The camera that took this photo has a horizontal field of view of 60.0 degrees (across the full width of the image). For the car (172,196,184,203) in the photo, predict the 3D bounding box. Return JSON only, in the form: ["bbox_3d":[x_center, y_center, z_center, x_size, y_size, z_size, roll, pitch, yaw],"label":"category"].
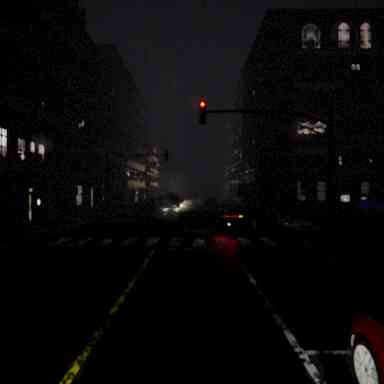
[{"bbox_3d":[-2.786,1.470,65.873,2.033,1.411,5.357,0,0,1],"label":"car"}]

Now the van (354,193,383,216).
[{"bbox_3d":[15.740,0.992,27.664,3.998,1.788,1.690,-1,1,-1],"label":"van"}]

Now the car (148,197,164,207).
[{"bbox_3d":[-5.514,1.500,51.175,1.947,1.339,4.313,0,0,0],"label":"car"}]

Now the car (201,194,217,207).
[{"bbox_3d":[2.865,1.374,51.140,1.967,1.590,4.097,-1,0,0],"label":"car"}]

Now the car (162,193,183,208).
[{"bbox_3d":[-2.921,1.158,48.263,2.150,2.045,5.566,0,0,0],"label":"car"}]

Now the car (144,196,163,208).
[{"bbox_3d":[-5.533,1.490,45.648,2.008,1.369,4.403,0,0,0],"label":"car"}]

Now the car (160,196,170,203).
[{"bbox_3d":[-5.454,1.504,67.759,1.802,1.307,4.206,-1,0,0],"label":"car"}]

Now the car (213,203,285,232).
[{"bbox_3d":[3.722,1.468,19.808,1.837,1.490,4.892,-4,-2,44],"label":"car"}]

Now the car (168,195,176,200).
[{"bbox_3d":[-5.373,1.493,89.871,1.802,1.307,4.206,-1,0,0],"label":"car"}]

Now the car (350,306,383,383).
[{"bbox_3d":[2.689,1.541,2.141,1.887,1.381,4.507,0,0,0],"label":"car"}]

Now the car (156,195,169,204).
[{"bbox_3d":[-5.475,1.366,62.231,1.967,1.590,4.097,-1,0,0],"label":"car"}]

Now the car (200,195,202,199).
[{"bbox_3d":[2.927,1.472,67.723,2.008,1.369,4.403,-1,0,0],"label":"car"}]

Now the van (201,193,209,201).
[{"bbox_3d":[2.964,1.257,78.778,1.690,1.788,3.998,-1,0,0],"label":"van"}]

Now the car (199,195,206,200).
[{"bbox_3d":[3.026,1.454,95.363,1.887,1.381,4.507,-1,0,0],"label":"car"}]
